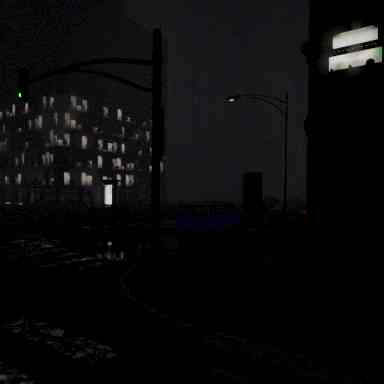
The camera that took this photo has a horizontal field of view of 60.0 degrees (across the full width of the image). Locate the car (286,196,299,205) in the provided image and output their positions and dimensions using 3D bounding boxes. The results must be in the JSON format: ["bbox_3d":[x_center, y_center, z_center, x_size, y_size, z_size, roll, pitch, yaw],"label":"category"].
[{"bbox_3d":[16.400,1.364,53.269,1.752,1.417,4.829,1,1,35],"label":"car"}]

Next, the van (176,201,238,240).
[{"bbox_3d":[0.875,1.368,16.991,1.690,1.788,3.998,1,1,35],"label":"van"}]

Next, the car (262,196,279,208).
[{"bbox_3d":[10.083,1.293,44.390,1.967,1.590,4.097,1,1,35],"label":"car"}]

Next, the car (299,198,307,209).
[{"bbox_3d":[15.639,1.442,42.313,1.837,1.490,4.892,1,1,36],"label":"car"}]

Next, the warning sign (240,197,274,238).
[{"bbox_3d":[3.157,1.177,16.097,1.300,1.860,1.060,1,1,35],"label":"warning sign"}]

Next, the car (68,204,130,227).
[{"bbox_3d":[-5.955,1.467,21.853,1.947,1.339,4.313,1,1,35],"label":"car"}]
